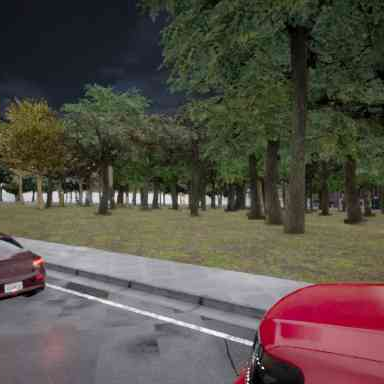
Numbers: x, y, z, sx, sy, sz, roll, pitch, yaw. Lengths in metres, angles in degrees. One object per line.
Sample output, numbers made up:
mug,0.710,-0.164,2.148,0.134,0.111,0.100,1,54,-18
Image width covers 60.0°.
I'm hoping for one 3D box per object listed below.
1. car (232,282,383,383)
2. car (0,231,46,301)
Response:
car,2.923,1.222,1.601,5.566,2.045,2.150,0,0,35
car,-5.036,1.524,7.258,4.674,1.442,1.812,0,0,36
